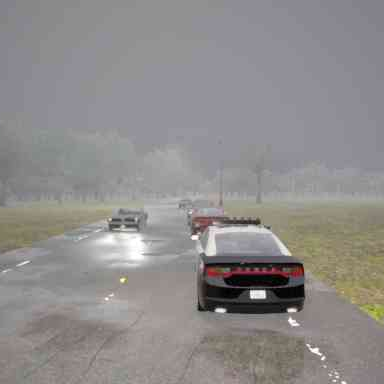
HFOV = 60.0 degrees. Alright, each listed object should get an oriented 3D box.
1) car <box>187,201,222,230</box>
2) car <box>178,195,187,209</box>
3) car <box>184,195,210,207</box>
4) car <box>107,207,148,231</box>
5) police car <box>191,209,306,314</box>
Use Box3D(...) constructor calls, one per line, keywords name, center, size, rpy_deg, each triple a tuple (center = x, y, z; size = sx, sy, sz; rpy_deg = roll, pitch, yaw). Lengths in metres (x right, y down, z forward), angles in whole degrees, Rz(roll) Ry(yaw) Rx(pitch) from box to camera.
Box3D(name="car", center=(0.869, 1.477, 17.792), size=(1.882, 1.535, 5.008), rpy_deg=(0, 0, -1))
Box3D(name="car", center=(-0.906, 1.504, 46.252), size=(2.128, 1.511, 4.902), rpy_deg=(0, 0, -1))
Box3D(name="car", center=(0.712, 1.350, 23.779), size=(2.097, 1.767, 4.553), rpy_deg=(0, 0, -2))
Box3D(name="car", center=(-3.858, 1.601, 20.566), size=(1.895, 1.301, 4.718), rpy_deg=(0, 0, -1))
Box3D(name="police car", center=(1.024, 1.424, 7.865), size=(1.930, 1.638, 5.238), rpy_deg=(0, 0, -1))
